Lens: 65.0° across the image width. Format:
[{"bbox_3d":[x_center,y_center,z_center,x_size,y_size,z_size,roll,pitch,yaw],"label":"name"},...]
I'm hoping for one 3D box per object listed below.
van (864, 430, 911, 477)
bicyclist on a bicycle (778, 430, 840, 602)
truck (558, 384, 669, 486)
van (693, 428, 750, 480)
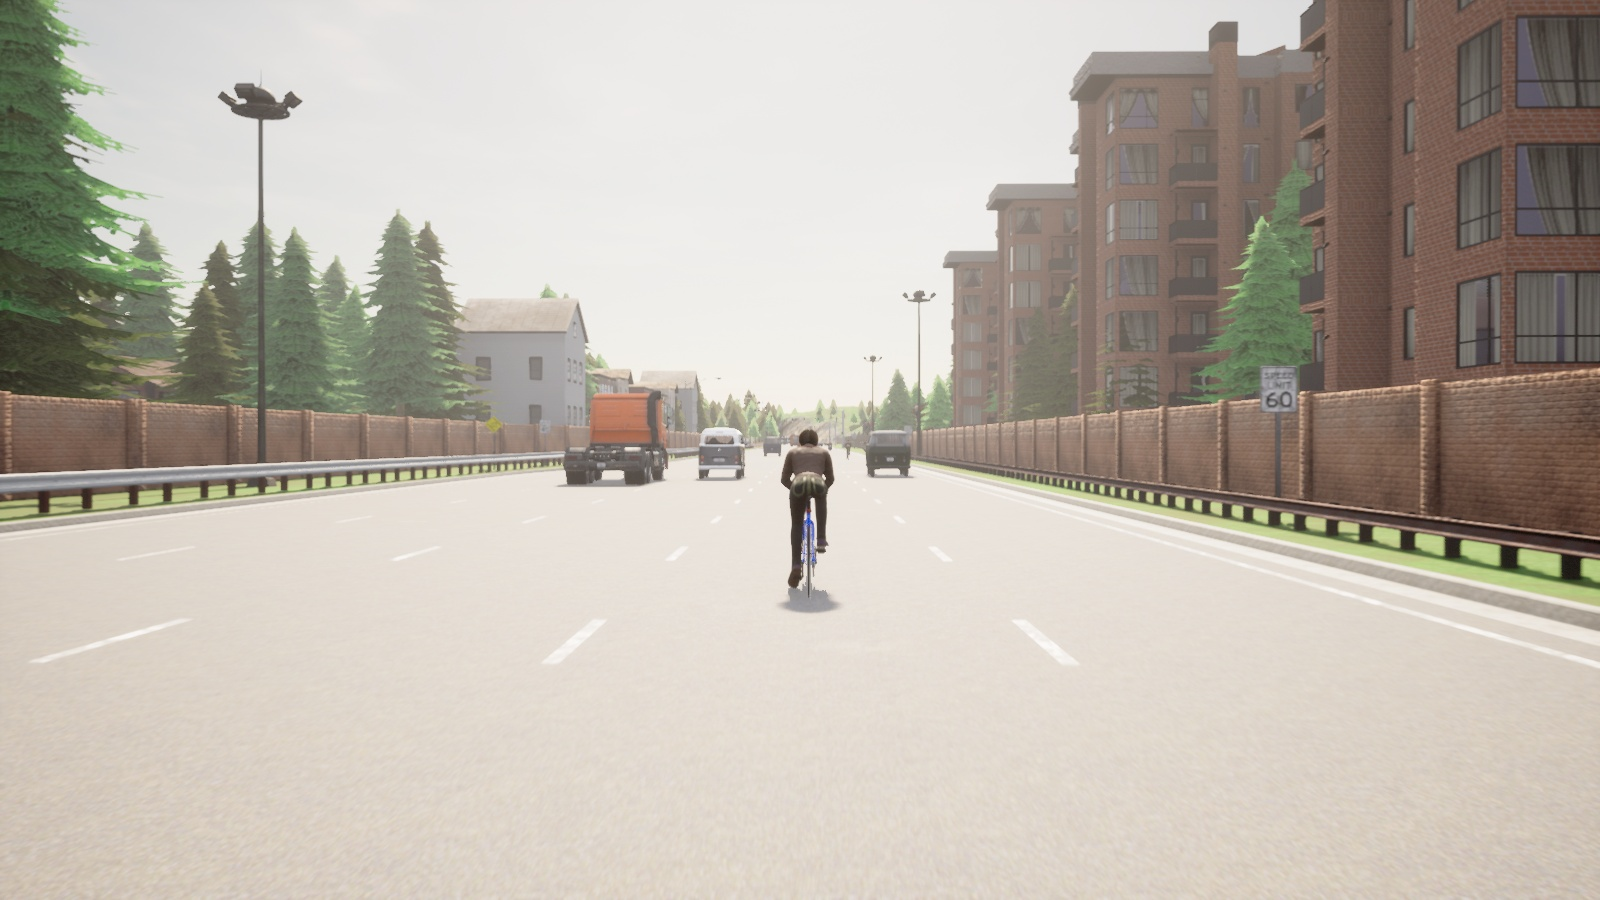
[{"bbox_3d":[3.827,0.148,55.280,1.775,1.987,4.442,0,0,0],"label":"van"},{"bbox_3d":[0.087,0.618,12.652,0.582,1.620,1.656,0,0,0],"label":"bicyclist on a bicycle"},{"bbox_3d":[-6.722,-0.539,46.492,2.891,3.462,7.936,0,0,0],"label":"truck"},{"bbox_3d":[-3.194,0.134,51.960,2.069,2.038,4.480,0,0,0],"label":"van"}]
